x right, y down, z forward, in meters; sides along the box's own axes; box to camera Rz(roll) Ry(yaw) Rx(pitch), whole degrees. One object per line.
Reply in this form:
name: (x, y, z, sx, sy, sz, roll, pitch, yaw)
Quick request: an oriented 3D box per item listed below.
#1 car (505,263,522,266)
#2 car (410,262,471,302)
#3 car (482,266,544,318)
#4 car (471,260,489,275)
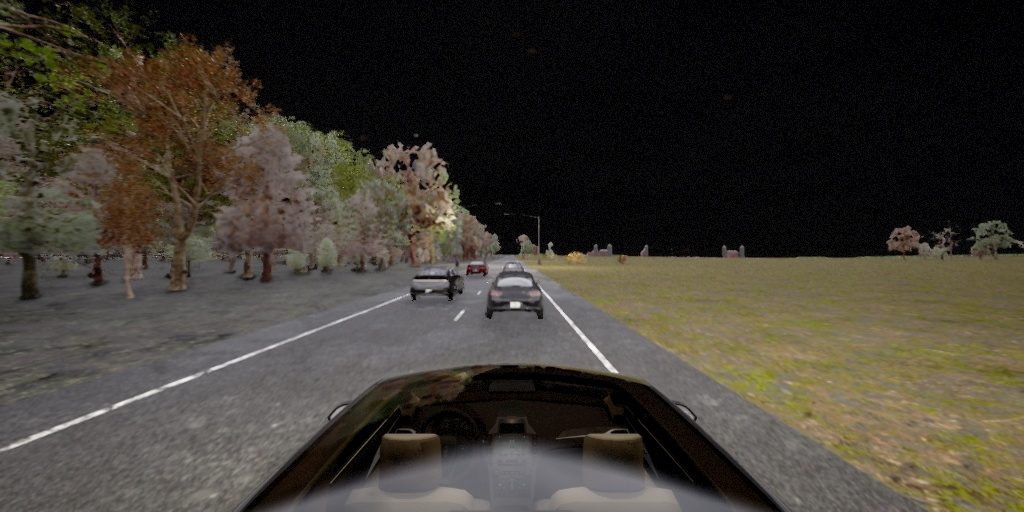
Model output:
car: (0.104, 1.251, 30.238, 2.033, 1.411, 5.357, 0, 0, 0)
car: (-3.399, 1.217, 16.985, 2.128, 1.511, 4.902, 0, 0, 0)
car: (0.103, 1.257, 12.788, 1.812, 1.442, 4.674, 0, 0, 0)
car: (-3.396, 1.172, 35.938, 1.882, 1.535, 5.008, 0, 0, 0)
